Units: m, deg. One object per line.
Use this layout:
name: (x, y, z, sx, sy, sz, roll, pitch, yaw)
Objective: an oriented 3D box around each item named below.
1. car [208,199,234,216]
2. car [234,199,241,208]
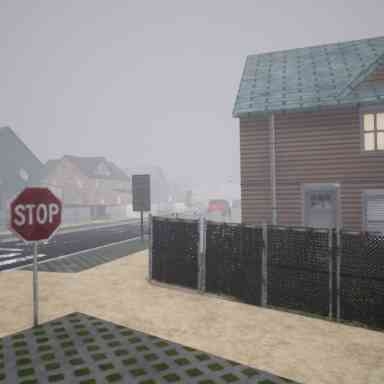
car: (3.595, 1.950, 43.075, 2.150, 2.045, 5.566, -1, -2, 17)
car: (8.675, 2.283, 59.503, 2.150, 2.045, 5.566, -1, -2, 17)
